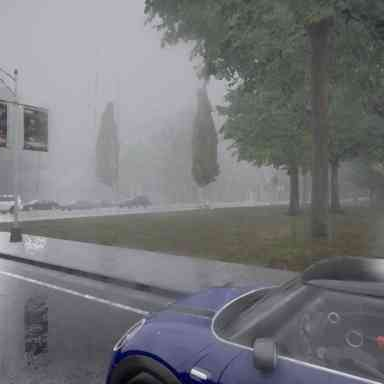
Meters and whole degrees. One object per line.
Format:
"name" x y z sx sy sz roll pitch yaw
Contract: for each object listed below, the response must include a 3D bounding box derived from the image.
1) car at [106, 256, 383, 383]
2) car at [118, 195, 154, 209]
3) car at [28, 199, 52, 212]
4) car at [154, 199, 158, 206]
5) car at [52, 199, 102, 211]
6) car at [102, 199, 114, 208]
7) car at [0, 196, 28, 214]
"car" 1.394 1.352 2.694 4.553 1.767 2.097 0 0 36
"car" -9.132 1.514 52.631 2.150 2.045 5.566 0 0 36
"car" -19.778 1.695 43.090 1.882 1.535 5.008 0 0 35
"car" -8.150 1.836 59.652 2.128 1.511 4.902 0 0 36
"car" -15.121 1.778 44.079 2.033 1.411 5.357 0 0 35
"car" -14.096 1.837 51.209 1.994 1.385 4.181 0 0 35
"car" -21.085 1.399 35.563 2.150 2.045 5.566 0 0 34
